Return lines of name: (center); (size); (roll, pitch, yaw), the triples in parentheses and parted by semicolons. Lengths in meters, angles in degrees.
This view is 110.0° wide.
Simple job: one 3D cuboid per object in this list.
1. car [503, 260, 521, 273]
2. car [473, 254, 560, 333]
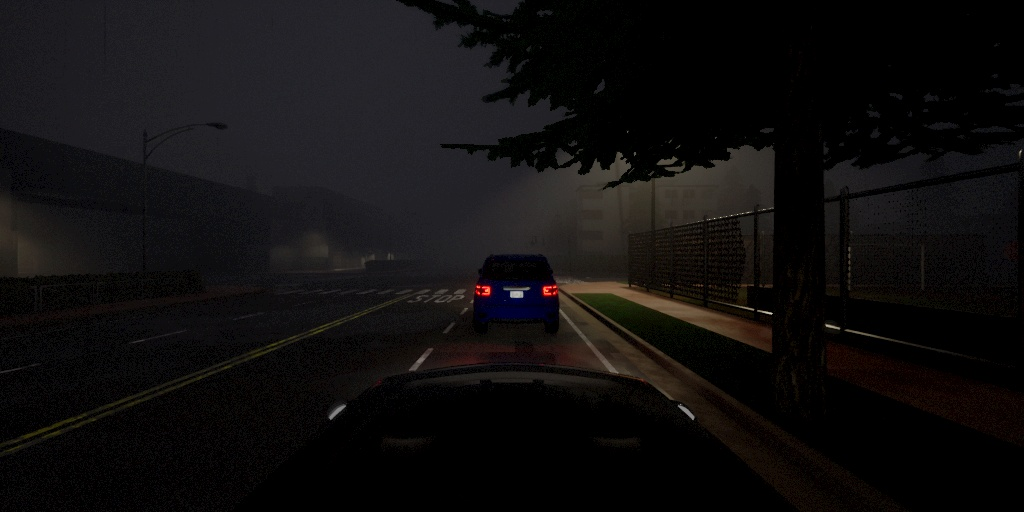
car: (0.010, 1.242, 45.734); (2.128, 1.511, 4.902); (0, 0, 0)
car: (0.112, 0.972, 10.878); (2.150, 2.045, 5.566); (0, 0, 0)
